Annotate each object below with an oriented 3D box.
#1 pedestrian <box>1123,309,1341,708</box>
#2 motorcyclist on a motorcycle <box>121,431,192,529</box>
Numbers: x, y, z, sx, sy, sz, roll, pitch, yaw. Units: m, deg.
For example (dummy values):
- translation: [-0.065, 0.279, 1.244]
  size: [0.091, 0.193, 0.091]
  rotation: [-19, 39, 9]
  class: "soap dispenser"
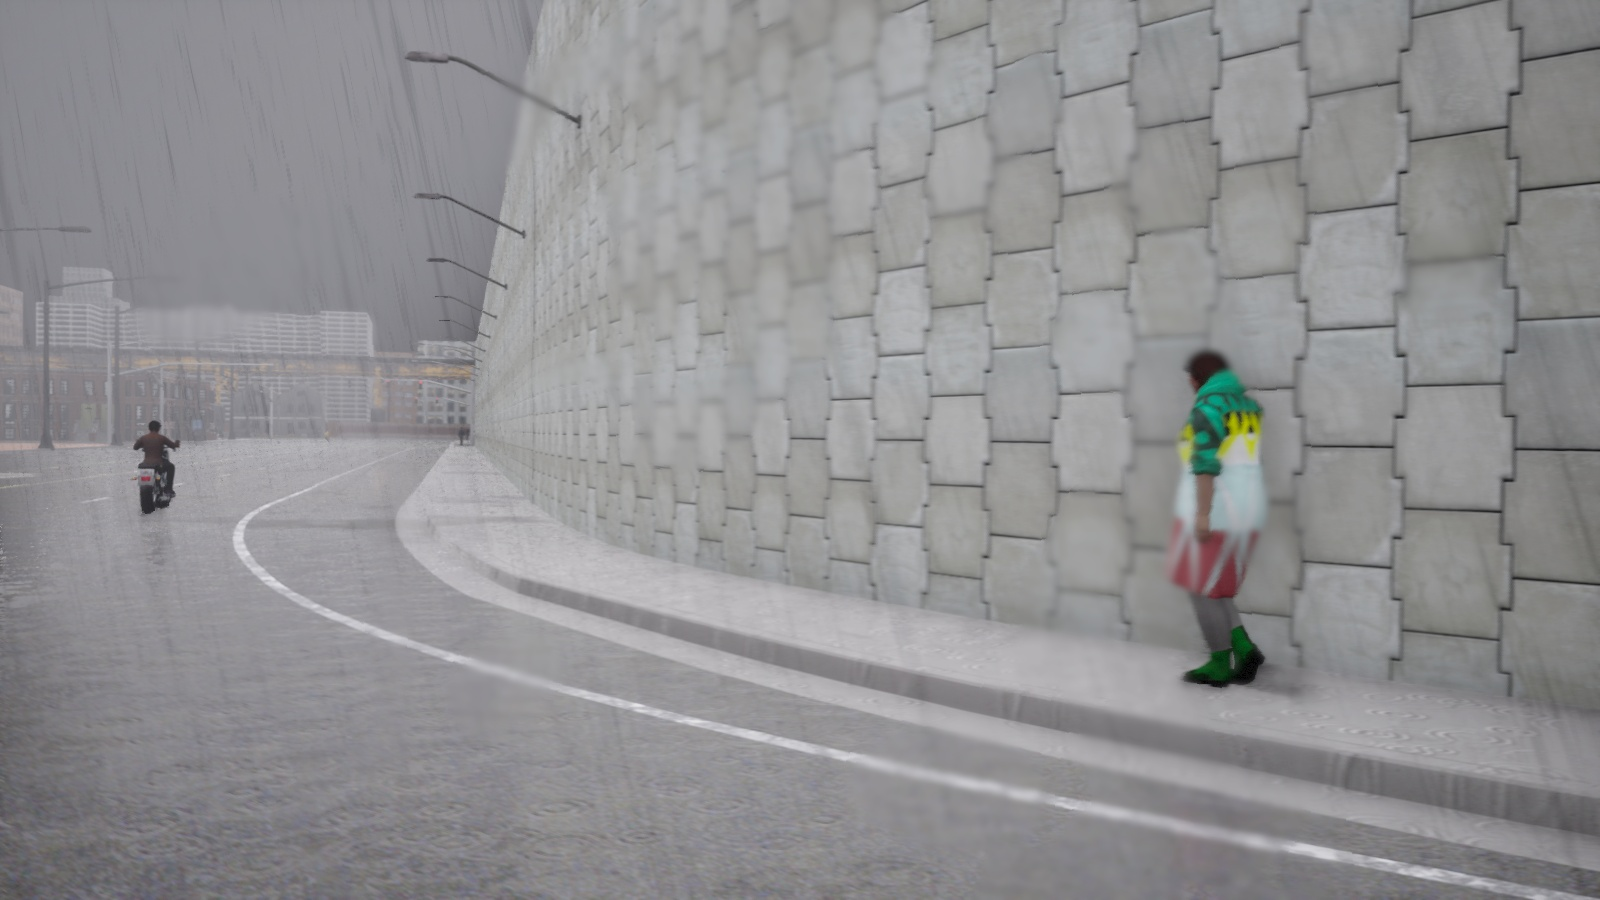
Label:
- translation: [2.292, 0.281, 6.687]
  size: [0.659, 1.952, 0.873]
  rotation: [-1, 1, -40]
  class: "pedestrian"
- translation: [-11.458, 0.492, 22.430]
  size: [0.766, 1.649, 2.350]
  rotation: [-1, 1, -19]
  class: "motorcyclist on a motorcycle"
